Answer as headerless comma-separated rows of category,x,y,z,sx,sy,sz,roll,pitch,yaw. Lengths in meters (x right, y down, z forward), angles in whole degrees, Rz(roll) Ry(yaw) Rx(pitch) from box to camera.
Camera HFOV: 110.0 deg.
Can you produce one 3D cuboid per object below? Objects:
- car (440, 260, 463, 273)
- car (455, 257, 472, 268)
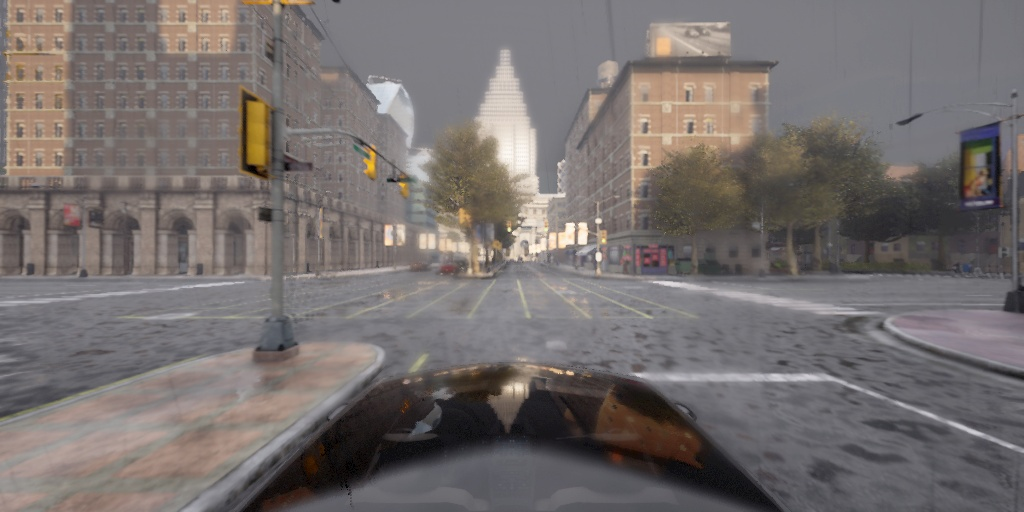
car,-8.070,1.495,46.716,1.895,1.301,4.718,0,0,0
car,-8.003,1.146,56.357,2.150,2.045,5.566,0,0,0
